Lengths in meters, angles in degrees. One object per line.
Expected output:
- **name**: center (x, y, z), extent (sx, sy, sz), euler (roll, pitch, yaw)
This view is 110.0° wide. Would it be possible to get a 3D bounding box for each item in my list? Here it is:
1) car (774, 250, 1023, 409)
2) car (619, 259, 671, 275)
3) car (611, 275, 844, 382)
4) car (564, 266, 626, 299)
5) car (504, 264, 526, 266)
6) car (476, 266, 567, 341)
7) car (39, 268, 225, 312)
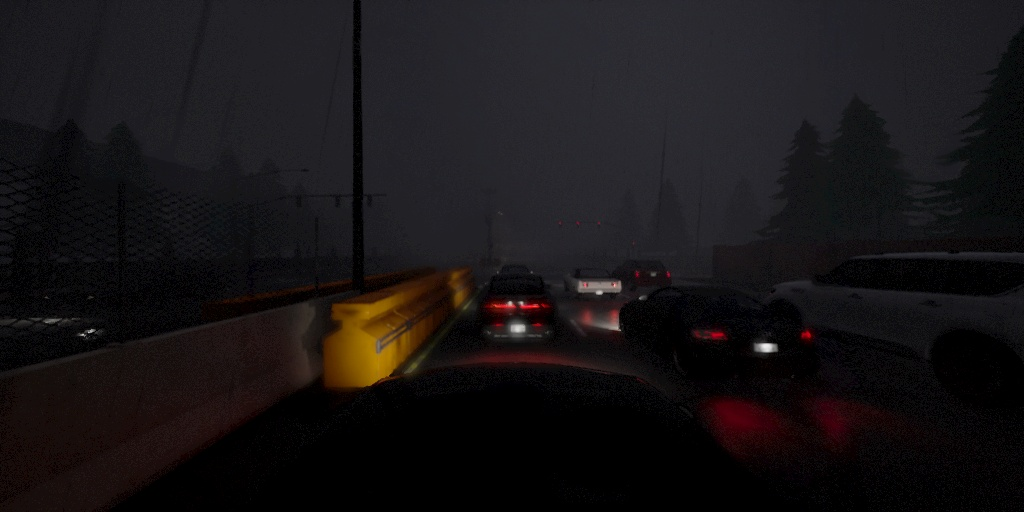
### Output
- **car**: center (7.112, 0.931, 6.246), extent (2.150, 2.045, 5.566), euler (0, 0, 0)
- **car**: center (7.152, 0.938, 20.250), extent (2.097, 1.767, 4.553), euler (0, 1, 0)
- **car**: center (3.621, 1.265, 7.137), extent (1.994, 1.385, 4.181), euler (0, 0, -1)
- **car**: center (3.643, 1.214, 17.149), extent (1.895, 1.301, 4.718), euler (0, 0, 0)
- **car**: center (0.147, 1.143, 19.115), extent (2.033, 1.411, 5.357), euler (0, 1, 0)
- **car**: center (0.122, 1.185, 9.597), extent (1.837, 1.490, 4.892), euler (0, 0, 0)
- **car**: center (-13.998, 1.190, 13.868), extent (2.033, 1.411, 5.357), euler (0, 0, 1)
